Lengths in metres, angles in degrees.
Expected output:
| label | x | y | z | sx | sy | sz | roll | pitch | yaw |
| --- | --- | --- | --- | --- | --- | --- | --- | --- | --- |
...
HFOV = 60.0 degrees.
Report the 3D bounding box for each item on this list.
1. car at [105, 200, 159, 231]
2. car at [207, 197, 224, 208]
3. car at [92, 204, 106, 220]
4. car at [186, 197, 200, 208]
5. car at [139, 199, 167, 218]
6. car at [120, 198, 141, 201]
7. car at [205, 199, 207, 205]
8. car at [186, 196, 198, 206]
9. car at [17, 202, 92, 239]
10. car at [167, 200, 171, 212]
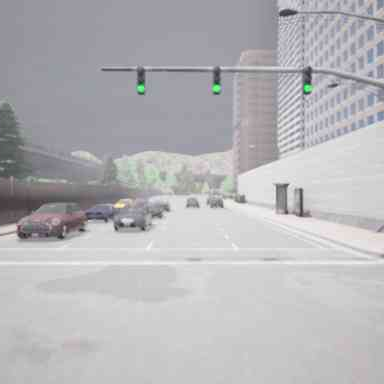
| label | x | y | z | sx | sy | sz | roll | pitch | yaw |
| --- | --- | --- | --- | --- | --- | --- | --- | --- | --- |
| car | -3.588 | 1.507 | 20.874 | 2.128 | 1.511 | 4.902 | 0 | 0 | 0 |
| car | 3.601 | 1.572 | 48.545 | 1.837 | 1.490 | 4.892 | 0 | 0 | 0 |
| car | -7.093 | 1.630 | 26.270 | 1.895 | 1.301 | 4.718 | 0 | 0 | 0 |
| car | 0.111 | 1.634 | 49.117 | 1.994 | 1.385 | 4.181 | 0 | 0 | -1 |
| car | -3.598 | 1.598 | 29.793 | 1.994 | 1.385 | 4.181 | 0 | 0 | -1 |
| car | -7.087 | 1.526 | 35.787 | 1.882 | 1.535 | 5.008 | 0 | 0 | 0 |
| car | 3.502 | 1.593 | 58.941 | 1.837 | 1.490 | 4.892 | 0 | 0 | 0 |
| car | 0.004 | 1.568 | 59.065 | 1.882 | 1.535 | 5.008 | 0 | 0 | 0 |
| car | -7.094 | 1.363 | 17.285 | 2.097 | 1.767 | 4.553 | 0 | 0 | 0 |
| car | -3.577 | 1.655 | 39.775 | 1.895 | 1.301 | 4.718 | 0 | 0 | 0 |
